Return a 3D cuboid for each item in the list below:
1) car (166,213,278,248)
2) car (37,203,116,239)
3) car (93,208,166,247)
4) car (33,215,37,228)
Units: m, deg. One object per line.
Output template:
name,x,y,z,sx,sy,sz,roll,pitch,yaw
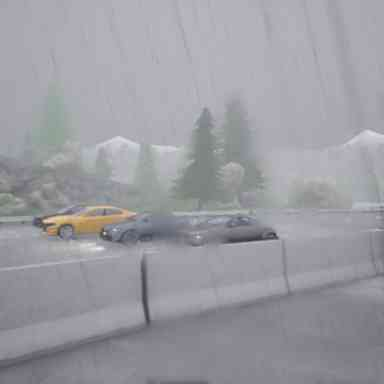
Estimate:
car,1.388,1.595,13.084,4.181,1.385,1.994,0,0,-32
car,-5.037,1.474,17.298,5.008,1.535,1.882,0,0,-33
car,-1.979,1.576,15.098,4.181,1.385,1.994,0,0,-32
car,-6.917,1.466,20.247,5.008,1.535,1.882,0,0,-33
